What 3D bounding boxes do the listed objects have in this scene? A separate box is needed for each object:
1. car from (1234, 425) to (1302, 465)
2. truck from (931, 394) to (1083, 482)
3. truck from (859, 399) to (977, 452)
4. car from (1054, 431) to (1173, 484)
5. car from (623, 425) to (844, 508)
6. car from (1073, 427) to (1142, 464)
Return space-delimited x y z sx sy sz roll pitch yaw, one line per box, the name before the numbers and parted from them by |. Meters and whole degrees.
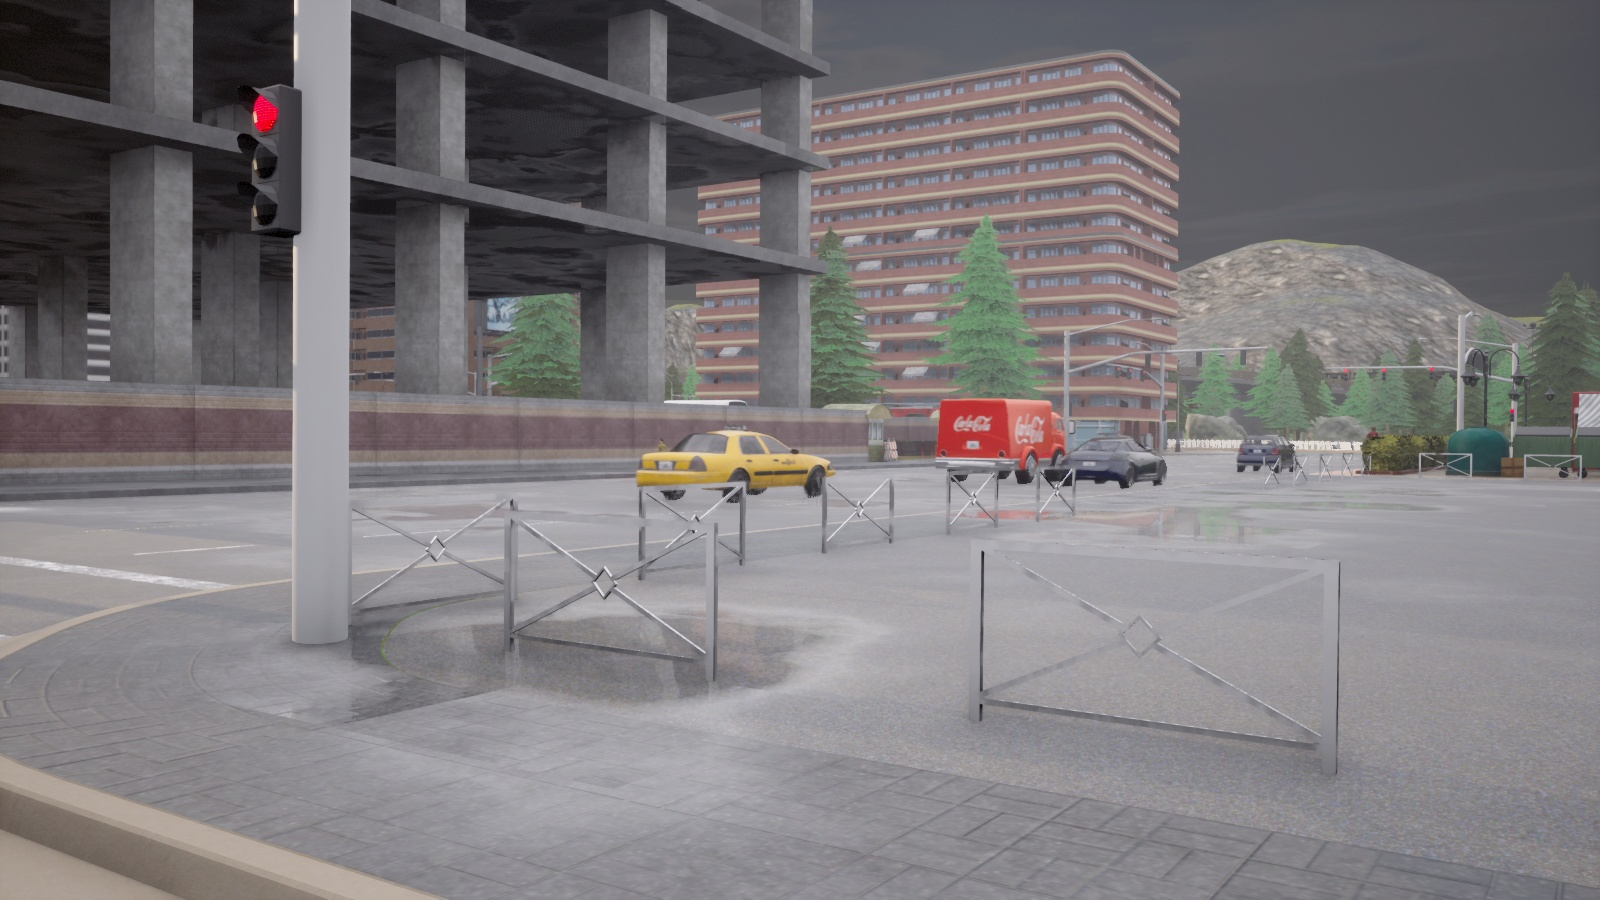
car | 18.927 -0.209 50.724 1.789 1.549 3.705 0 1 33
truck | 6.363 -0.388 38.034 2.627 2.467 5.204 0 1 33
truck | 8.785 -1.798 94.104 8.468 3.827 2.891 0 1 34
car | 8.954 0.172 35.606 1.994 1.385 4.181 0 1 33
car | -1.254 0.265 26.488 1.801 1.575 5.366 0 1 33
car | 13.574 -0.224 55.321 1.789 1.549 3.705 0 1 33
